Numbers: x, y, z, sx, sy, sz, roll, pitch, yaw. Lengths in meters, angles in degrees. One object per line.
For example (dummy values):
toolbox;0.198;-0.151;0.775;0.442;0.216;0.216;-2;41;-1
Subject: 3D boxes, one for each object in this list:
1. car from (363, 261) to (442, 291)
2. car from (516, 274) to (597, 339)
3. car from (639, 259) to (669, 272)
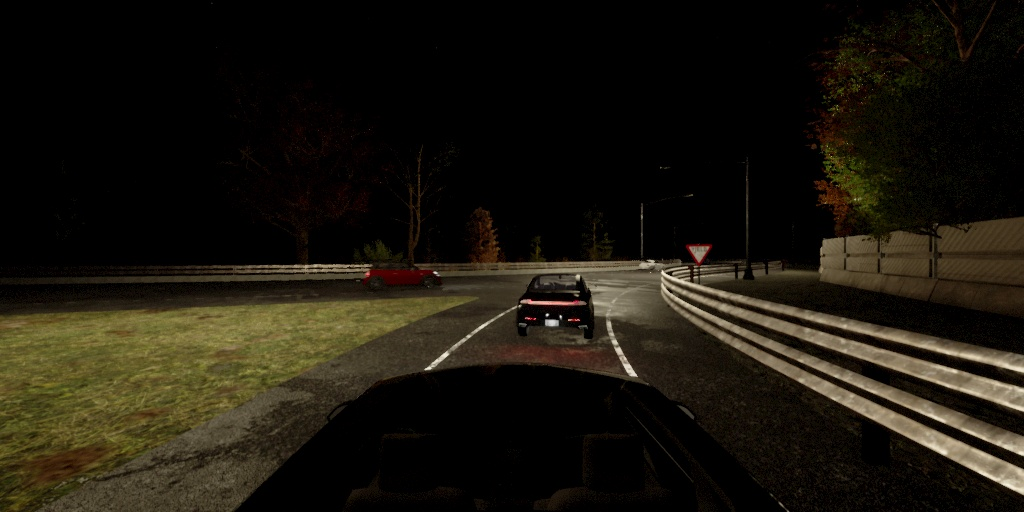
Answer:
car;-6.656;1.098;21.900;4.553;1.767;2.097;0;0;-24
car;1.338;1.241;10.159;2.128;1.511;4.902;0;0;11
car;18.259;1.273;46.729;4.674;1.442;1.812;0;0;-43
